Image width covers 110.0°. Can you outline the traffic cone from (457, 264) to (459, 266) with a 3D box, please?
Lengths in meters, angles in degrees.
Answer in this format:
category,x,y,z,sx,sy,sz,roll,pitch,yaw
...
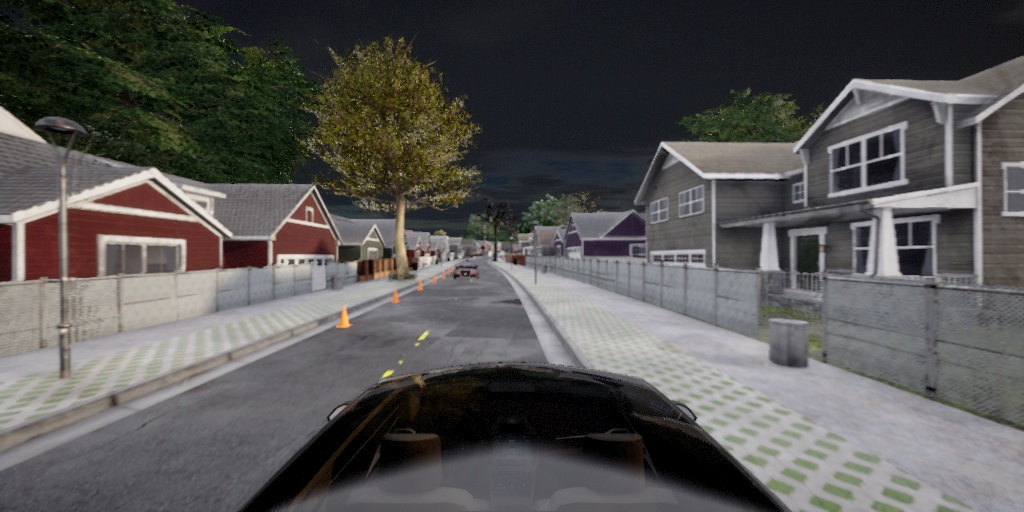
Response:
category,x,y,z,sx,sy,sz,roll,pitch,yaw
traffic cone,-7.025,1.440,44.699,0.340,0.580,0.340,0,0,-6

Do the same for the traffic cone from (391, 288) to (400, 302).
category,x,y,z,sx,sy,sz,roll,pitch,yaw
traffic cone,-4.844,1.616,14.930,0.340,0.580,0.340,0,0,-2

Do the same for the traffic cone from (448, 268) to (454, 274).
category,x,y,z,sx,sy,sz,roll,pitch,yaw
traffic cone,-6.100,1.495,34.791,0.340,0.580,0.340,0,0,-5

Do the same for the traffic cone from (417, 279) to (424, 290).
category,x,y,z,sx,sy,sz,roll,pitch,yaw
traffic cone,-5.083,1.582,19.900,0.340,0.580,0.340,0,0,-3

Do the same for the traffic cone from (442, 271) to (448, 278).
category,x,y,z,sx,sy,sz,roll,pitch,yaw
traffic cone,-5.712,1.522,29.832,0.340,0.580,0.340,0,0,-4

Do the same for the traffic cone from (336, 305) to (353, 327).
category,x,y,z,sx,sy,sz,roll,pitch,yaw
traffic cone,-4.654,1.653,9.959,0.340,0.580,0.340,0,0,-2

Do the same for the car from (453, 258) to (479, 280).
category,x,y,z,sx,sy,sz,roll,pitch,yaw
car,-3.647,1.129,29.002,1.994,1.385,4.181,0,0,-4

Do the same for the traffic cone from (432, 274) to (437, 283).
category,x,y,z,sx,sy,sz,roll,pitch,yaw
traffic cone,-5.372,1.550,24.868,0.340,0.580,0.340,0,0,-4
